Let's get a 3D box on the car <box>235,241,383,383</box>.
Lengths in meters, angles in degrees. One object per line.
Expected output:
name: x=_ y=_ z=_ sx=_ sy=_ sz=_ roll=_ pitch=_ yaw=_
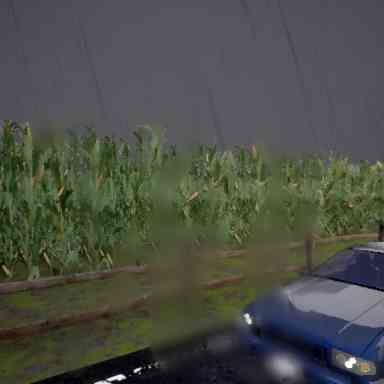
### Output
car: x=3.186 y=1.548 z=5.238 sx=5.357 sy=1.411 sz=2.033 roll=0 pitch=0 yaw=-36
